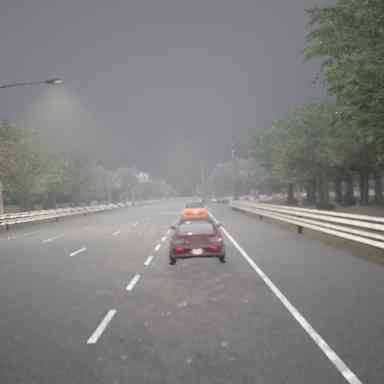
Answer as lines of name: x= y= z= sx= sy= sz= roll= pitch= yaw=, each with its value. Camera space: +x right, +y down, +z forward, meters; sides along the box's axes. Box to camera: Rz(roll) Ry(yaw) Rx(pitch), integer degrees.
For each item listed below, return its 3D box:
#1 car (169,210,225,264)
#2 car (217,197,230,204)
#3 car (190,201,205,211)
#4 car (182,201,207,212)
car: x=0.165 y=1.662 z=12.372 sx=1.812 sy=1.442 sz=4.674 roll=-3 pitch=-1 yaw=0
car: x=7.540 y=1.914 z=77.607 sx=2.097 sy=1.767 sz=4.553 roll=-3 pitch=-1 yaw=25
car: x=1.003 y=2.172 z=53.400 sx=1.895 sy=1.301 sz=4.718 roll=-3 pitch=-1 yaw=7
car: x=0.256 y=1.670 z=28.586 sx=2.097 sy=1.767 sz=4.553 roll=-3 pitch=-1 yaw=0
